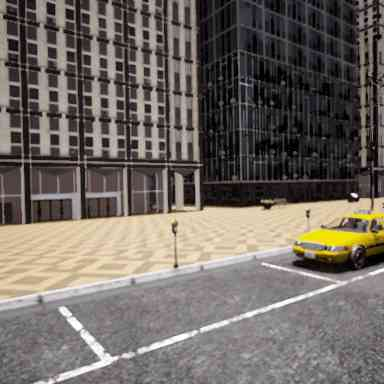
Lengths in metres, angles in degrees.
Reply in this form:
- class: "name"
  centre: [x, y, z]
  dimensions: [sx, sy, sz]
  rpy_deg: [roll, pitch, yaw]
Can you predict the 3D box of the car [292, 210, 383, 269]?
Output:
- class: "car"
  centre: [5.043, 1.247, 10.082]
  dimensions: [4.829, 1.417, 1.752]
  rpy_deg: [-2, 1, -35]
